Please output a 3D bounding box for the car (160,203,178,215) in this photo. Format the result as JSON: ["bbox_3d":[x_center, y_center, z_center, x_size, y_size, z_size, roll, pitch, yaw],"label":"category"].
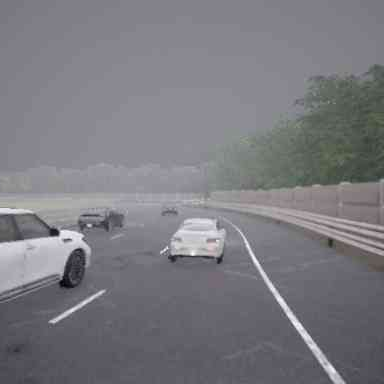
[{"bbox_3d":[-2.823,2.062,40.567,2.033,1.411,5.357,0,-1,-8],"label":"car"}]

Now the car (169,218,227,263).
[{"bbox_3d":[0.320,1.693,12.652,1.812,1.442,4.674,1,-1,7],"label":"car"}]

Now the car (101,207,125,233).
[{"bbox_3d":[-5.792,1.747,21.786,2.128,1.511,4.902,0,-1,4],"label":"car"}]

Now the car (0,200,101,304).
[{"bbox_3d":[-4.180,1.287,6.577,2.150,2.045,5.566,0,-1,11],"label":"car"}]
